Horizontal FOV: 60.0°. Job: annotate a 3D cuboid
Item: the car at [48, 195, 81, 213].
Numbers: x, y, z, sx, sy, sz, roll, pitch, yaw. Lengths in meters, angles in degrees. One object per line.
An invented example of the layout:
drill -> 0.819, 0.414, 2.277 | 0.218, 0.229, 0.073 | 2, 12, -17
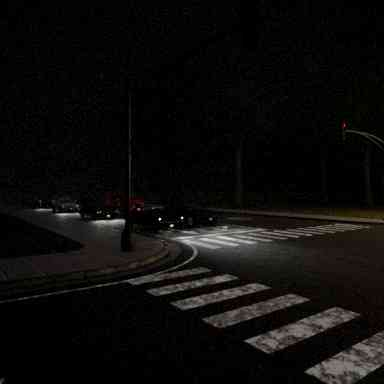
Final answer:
car -> -13.677, 1.402, 35.787 | 1.812, 1.442, 4.674 | 0, 0, -36

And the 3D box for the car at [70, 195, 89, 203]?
car -> -21.607, 1.294, 63.660 | 2.128, 1.511, 4.902 | 0, 0, -36

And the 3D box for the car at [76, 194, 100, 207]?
car -> -15.631, 1.186, 49.794 | 2.097, 1.767, 4.553 | 0, 0, -35

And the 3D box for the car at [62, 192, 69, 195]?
car -> -21.442, 1.037, 57.716 | 2.150, 2.045, 5.566 | 0, 0, -36

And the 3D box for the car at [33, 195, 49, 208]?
car -> -19.635, 1.202, 44.067 | 2.097, 1.767, 4.553 | 0, 0, -35

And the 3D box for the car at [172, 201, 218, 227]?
car -> -0.245, 1.409, 22.788 | 1.882, 1.535, 5.008 | 0, 0, -35

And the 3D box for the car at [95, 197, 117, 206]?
car -> -13.677, 1.426, 52.720 | 1.895, 1.301, 4.718 | 0, 0, -36

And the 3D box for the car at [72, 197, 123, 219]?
car -> -8.056, 1.454, 28.027 | 2.033, 1.411, 5.357 | 0, 0, -36

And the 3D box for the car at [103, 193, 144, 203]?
car -> -6.206, 1.117, 31.010 | 2.150, 2.045, 5.566 | 0, 0, -36

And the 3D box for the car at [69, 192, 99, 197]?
car -> -12.492, 1.085, 39.688 | 2.150, 2.045, 5.566 | 0, 0, -36

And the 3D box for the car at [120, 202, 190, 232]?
car -> -2.397, 1.542, 20.214 | 1.895, 1.301, 4.718 | 0, 0, -36
